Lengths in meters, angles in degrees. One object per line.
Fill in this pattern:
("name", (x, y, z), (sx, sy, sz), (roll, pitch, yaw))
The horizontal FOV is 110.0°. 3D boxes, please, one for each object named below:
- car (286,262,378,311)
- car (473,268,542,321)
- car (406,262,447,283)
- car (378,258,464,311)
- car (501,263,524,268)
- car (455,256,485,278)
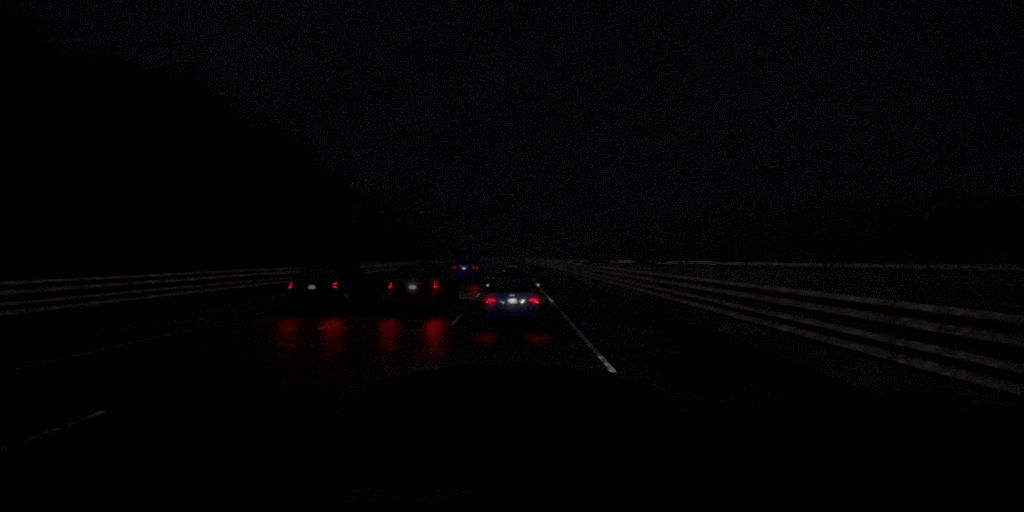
("car", (-6.945, 1.106, 14.594), (2.097, 1.767, 4.553), (0, 0, 1))
("car", (0.034, 1.301, 12.493), (2.033, 1.411, 5.357), (0, 0, 1))
("car", (-6.933, 1.259, 29.691), (2.128, 1.511, 4.902), (0, 0, 1))
("car", (-3.445, 1.105, 14.602), (2.097, 1.767, 4.553), (0, 0, 1))
("car", (0.073, 1.292, 30.305), (1.812, 1.442, 4.674), (0, 0, 1))
("car", (-3.443, 0.988, 28.560), (2.150, 2.045, 5.566), (0, 0, 1))
